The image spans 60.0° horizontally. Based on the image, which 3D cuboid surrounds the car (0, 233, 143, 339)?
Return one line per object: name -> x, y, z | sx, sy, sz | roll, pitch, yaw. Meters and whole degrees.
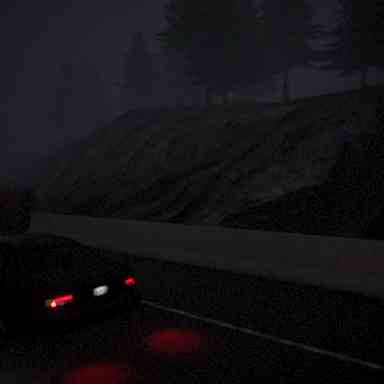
car -> -3.362, 1.553, 6.626 | 5.357, 1.411, 2.033 | 0, 0, 38
